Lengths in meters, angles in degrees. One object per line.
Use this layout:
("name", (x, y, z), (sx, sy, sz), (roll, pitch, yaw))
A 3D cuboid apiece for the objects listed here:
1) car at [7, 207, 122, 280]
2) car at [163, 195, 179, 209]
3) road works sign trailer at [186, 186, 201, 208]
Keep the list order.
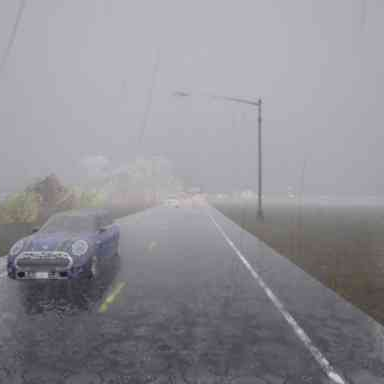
("car", (-3.586, 1.409, 10.201), (2.097, 1.767, 4.553), (0, 0, 0))
("car", (-3.280, 1.521, 52.489), (2.150, 2.045, 5.566), (0, 0, 1))
("road works sign trailer", (0.304, 0.772, 53.661), (2.380, 3.560, 2.880), (0, 0, 0))
